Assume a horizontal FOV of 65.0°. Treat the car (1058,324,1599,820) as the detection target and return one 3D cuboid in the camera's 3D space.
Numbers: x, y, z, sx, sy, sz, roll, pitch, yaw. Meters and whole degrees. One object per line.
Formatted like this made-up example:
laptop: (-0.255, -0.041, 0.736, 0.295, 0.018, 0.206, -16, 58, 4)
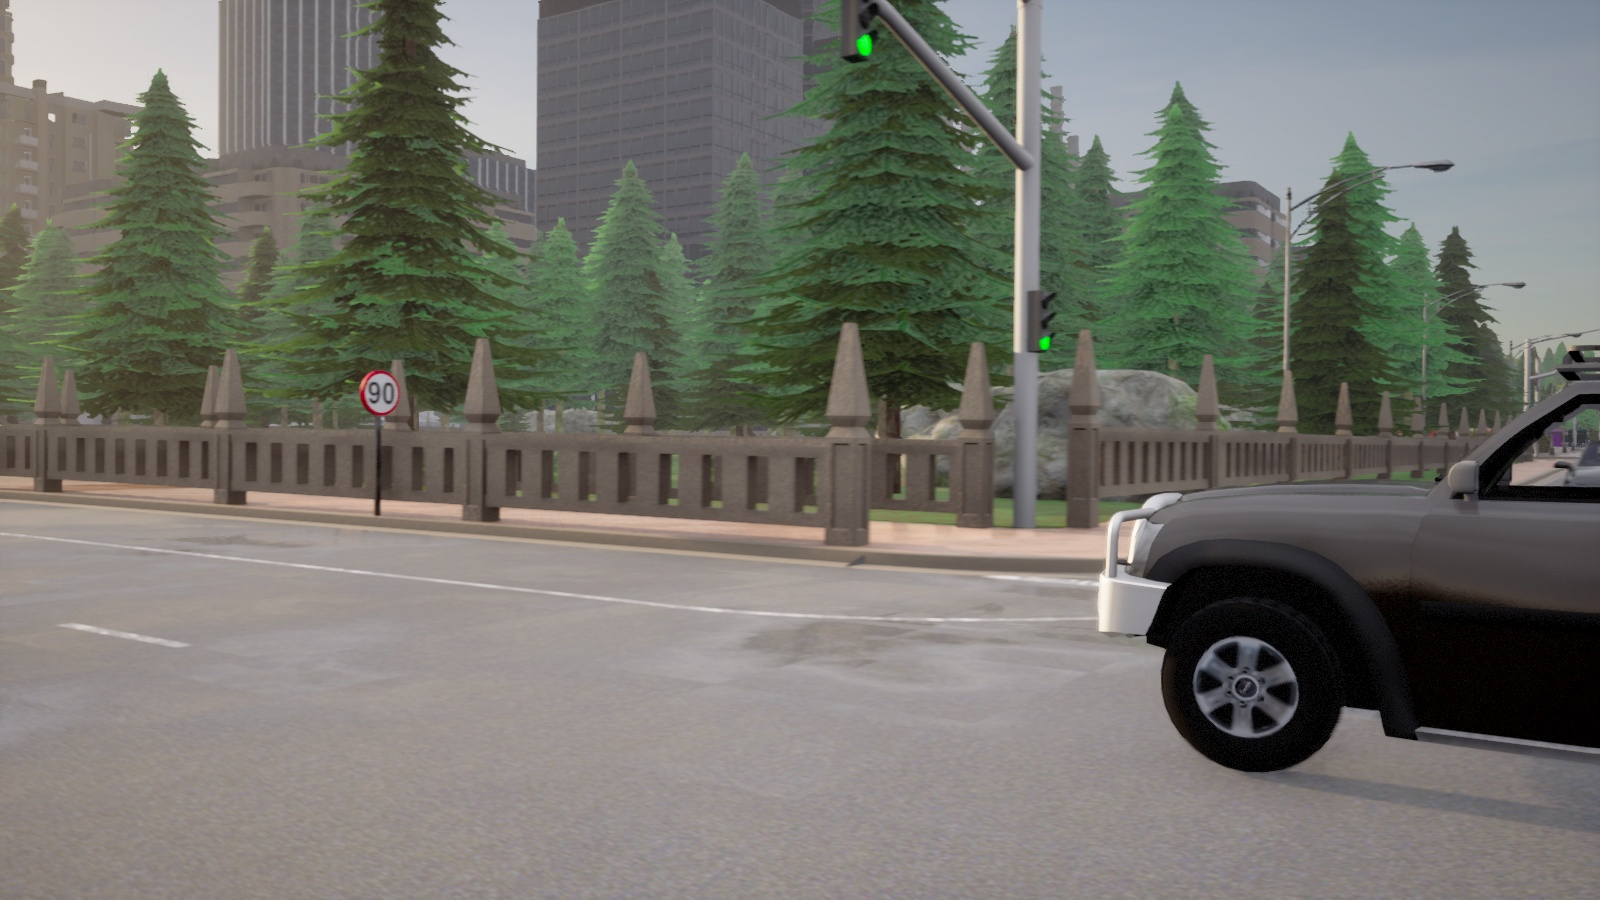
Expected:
car: (3.662, 0.441, 5.389, 4.605, 1.855, 1.932, 0, 1, 34)
